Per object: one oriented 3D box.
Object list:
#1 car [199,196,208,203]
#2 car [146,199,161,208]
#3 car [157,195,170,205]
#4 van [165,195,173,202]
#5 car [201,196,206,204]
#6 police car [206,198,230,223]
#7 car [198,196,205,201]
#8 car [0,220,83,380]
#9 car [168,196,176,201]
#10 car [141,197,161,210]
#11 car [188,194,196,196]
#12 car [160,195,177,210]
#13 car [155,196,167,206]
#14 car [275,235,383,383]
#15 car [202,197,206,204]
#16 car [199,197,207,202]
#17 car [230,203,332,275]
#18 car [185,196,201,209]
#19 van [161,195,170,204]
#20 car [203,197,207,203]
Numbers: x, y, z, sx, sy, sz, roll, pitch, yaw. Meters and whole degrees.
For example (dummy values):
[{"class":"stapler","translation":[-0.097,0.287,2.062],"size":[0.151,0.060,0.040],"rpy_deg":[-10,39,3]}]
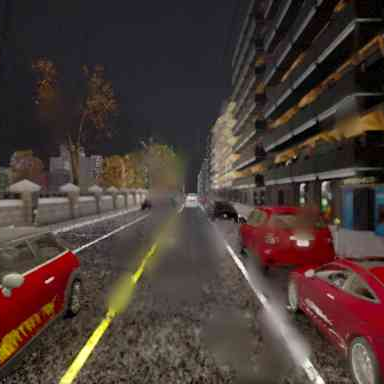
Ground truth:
[{"class":"car","translation":[2.714,1.693,78.045],"size":[1.967,1.590,4.097],"rpy_deg":[0,0,0]},{"class":"car","translation":[-5.675,1.721,49.899],"size":[1.802,1.307,4.206],"rpy_deg":[0,0,0]},{"class":"car","translation":[-5.670,1.519,66.787],"size":[2.192,1.841,5.009],"rpy_deg":[0,0,0]},{"class":"van","translation":[-5.665,1.618,83.679],"size":[1.690,1.788,3.998],"rpy_deg":[0,0,0]},{"class":"car","translation":[2.710,1.786,66.783],"size":[1.802,1.307,4.206],"rpy_deg":[0,0,0]},{"class":"police car","translation":[2.375,1.496,26.303],"size":[1.930,1.638,5.238],"rpy_deg":[0,0,0]},{"class":"car","translation":[2.718,1.892,94.936],"size":[1.947,1.339,4.313],"rpy_deg":[0,0,0]},{"class":"car","translation":[-3.100,1.363,4.379],"size":[2.097,1.767,4.553],"rpy_deg":[0,0,0]},{"class":"car","translation":[-5.662,1.893,94.938],"size":[1.947,1.339,4.313],"rpy_deg":[0,0,0]},{"class":"car","translation":[-5.676,1.689,44.268],"size":[1.947,1.339,4.313],"rpy_deg":[0,0,0]},{"class":"car","translation":[0.022,1.424,66.303],"size":[2.150,2.045,5.566],"rpy_deg":[0,0,0]},{"class":"car","translation":[-3.069,1.604,45.613],"size":[1.882,1.535,5.008],"rpy_deg":[0,0,0]},{"class":"car","translation":[-5.671,1.620,61.156],"size":[1.967,1.590,4.097],"rpy_deg":[0,0,0]},{"class":"car","translation":[2.692,1.594,4.853],"size":[1.802,1.307,4.206],"rpy_deg":[0,0,0]},{"class":"car","translation":[2.704,1.667,44.265],"size":[1.887,1.381,4.507],"rpy_deg":[0,0,0]},{"class":"car","translation":[2.715,1.859,83.675],"size":[1.802,1.307,4.206],"rpy_deg":[0,0,0]},{"class":"car","translation":[2.694,1.341,10.483],"size":[2.192,1.841,5.009],"rpy_deg":[0,0,0]},{"class":"car","translation":[0.025,1.655,46.827],"size":[1.812,1.442,4.674],"rpy_deg":[0,0,0]},{"class":"van","translation":[-5.668,1.570,72.418],"size":[1.690,1.788,3.998],"rpy_deg":[0,0,0]},{"class":"car","translation":[2.702,1.657,38.635],"size":[2.008,1.369,4.403],"rpy_deg":[0,0,0]}]
